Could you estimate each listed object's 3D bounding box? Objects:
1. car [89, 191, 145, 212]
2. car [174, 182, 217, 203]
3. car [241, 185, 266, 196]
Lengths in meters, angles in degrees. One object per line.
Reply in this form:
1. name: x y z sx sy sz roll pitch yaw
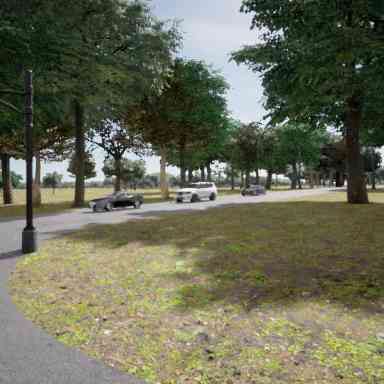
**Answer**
1. car: -6.016 0.698 26.831 2.128 1.511 4.902 -1 2 37
2. car: 0.488 0.007 35.270 2.150 2.045 5.566 -1 2 38
3. car: 8.472 -0.206 45.595 1.837 1.490 4.892 -1 2 38
